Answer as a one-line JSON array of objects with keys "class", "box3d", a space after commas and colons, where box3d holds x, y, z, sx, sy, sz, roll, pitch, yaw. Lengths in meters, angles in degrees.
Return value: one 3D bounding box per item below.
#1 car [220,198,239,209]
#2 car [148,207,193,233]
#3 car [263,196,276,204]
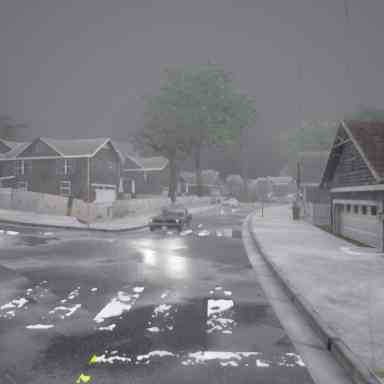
[{"class": "car", "box3d": [5.276, 1.508, 45.800, 1.812, 1.442, 4.674, 0, 0, 19]}, {"class": "car", "box3d": [-1.174, 1.602, 19.861, 1.895, 1.301, 4.718, 0, 0, 8]}, {"class": "car", "box3d": [16.276, 1.689, 70.017, 1.837, 1.490, 4.892, 0, -1, 30]}]
